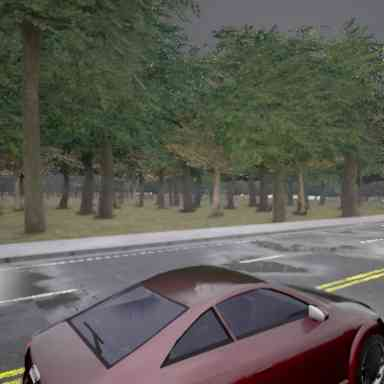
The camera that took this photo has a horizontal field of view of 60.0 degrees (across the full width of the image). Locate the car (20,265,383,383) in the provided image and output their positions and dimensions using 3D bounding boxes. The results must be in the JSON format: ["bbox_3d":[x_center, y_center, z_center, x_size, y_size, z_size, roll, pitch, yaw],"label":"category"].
[{"bbox_3d":[0.413,1.568,3.734,4.181,1.385,1.994,0,0,-36],"label":"car"}]
